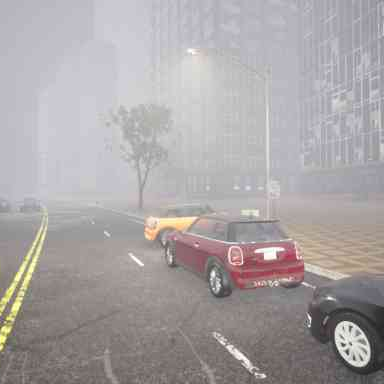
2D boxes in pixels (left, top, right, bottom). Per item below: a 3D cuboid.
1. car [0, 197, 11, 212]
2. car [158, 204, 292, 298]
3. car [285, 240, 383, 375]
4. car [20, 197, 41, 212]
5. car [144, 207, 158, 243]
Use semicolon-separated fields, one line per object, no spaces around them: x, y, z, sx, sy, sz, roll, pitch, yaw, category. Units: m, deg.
-22.034;1.390;38.001;2.097;1.767;4.553;0;0;-24;car
0.821;1.355;8.916;2.097;1.767;4.553;0;0;-22;car
3.588;1.505;3.462;1.837;1.490;4.892;0;0;-36;car
-19.073;1.393;39.341;2.097;1.767;4.553;0;0;-24;car
0.256;1.277;14.579;4.553;1.767;2.097;-3;1;-18;car
